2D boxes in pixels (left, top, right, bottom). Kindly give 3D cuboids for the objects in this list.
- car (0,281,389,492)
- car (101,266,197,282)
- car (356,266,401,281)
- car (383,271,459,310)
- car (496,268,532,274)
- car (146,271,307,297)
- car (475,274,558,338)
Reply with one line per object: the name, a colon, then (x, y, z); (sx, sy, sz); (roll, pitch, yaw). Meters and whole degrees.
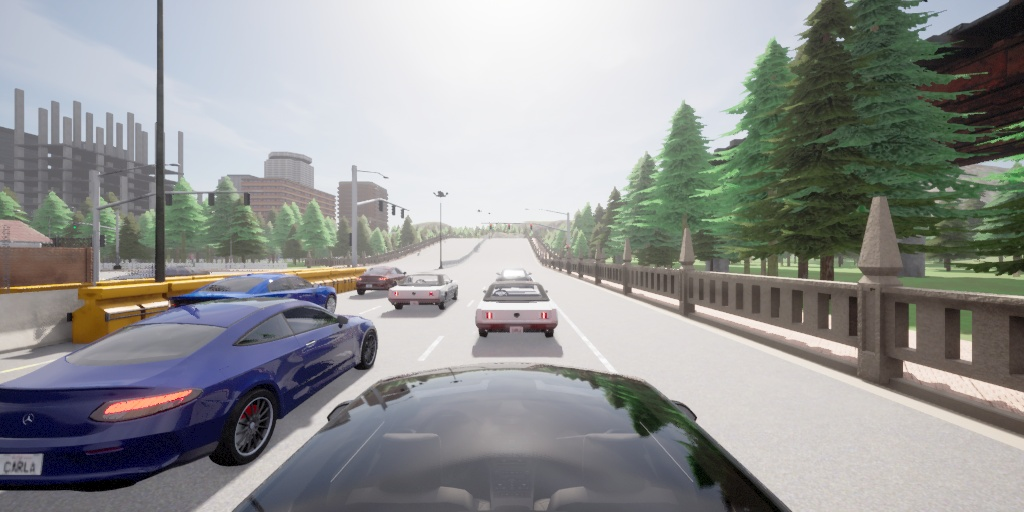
car: (-3.397, 1.276, 4.784); (1.812, 1.442, 4.674); (0, 0, 0)
car: (-21.001, 1.298, 21.544); (2.033, 1.411, 5.357); (0, 0, 0)
car: (-6.891, 1.276, 19.583); (1.812, 1.442, 4.674); (0, 0, 0)
car: (-3.394, 1.351, 14.702); (1.895, 1.301, 4.718); (0, 0, 0)
car: (0.109, 1.314, 18.941); (1.994, 1.385, 4.181); (0, 0, 0)
car: (-6.896, 1.228, 10.242); (1.882, 1.535, 5.008); (0, 0, 0)
car: (0.105, 1.351, 10.189); (1.895, 1.301, 4.718); (0, 0, 0)
